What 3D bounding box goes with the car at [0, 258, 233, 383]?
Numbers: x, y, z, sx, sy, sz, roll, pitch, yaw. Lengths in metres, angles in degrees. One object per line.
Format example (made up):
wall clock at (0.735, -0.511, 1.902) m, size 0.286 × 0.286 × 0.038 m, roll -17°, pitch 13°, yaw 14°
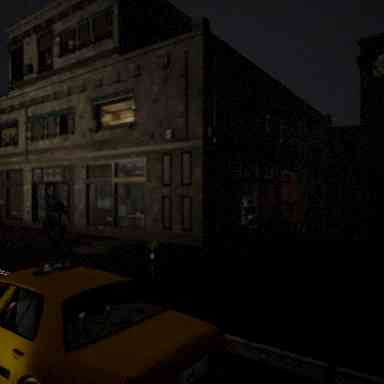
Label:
car at (-1.872, 1.526, 4.211) m, size 4.829 × 1.417 × 1.752 m, roll 0°, pitch 0°, yaw 35°
